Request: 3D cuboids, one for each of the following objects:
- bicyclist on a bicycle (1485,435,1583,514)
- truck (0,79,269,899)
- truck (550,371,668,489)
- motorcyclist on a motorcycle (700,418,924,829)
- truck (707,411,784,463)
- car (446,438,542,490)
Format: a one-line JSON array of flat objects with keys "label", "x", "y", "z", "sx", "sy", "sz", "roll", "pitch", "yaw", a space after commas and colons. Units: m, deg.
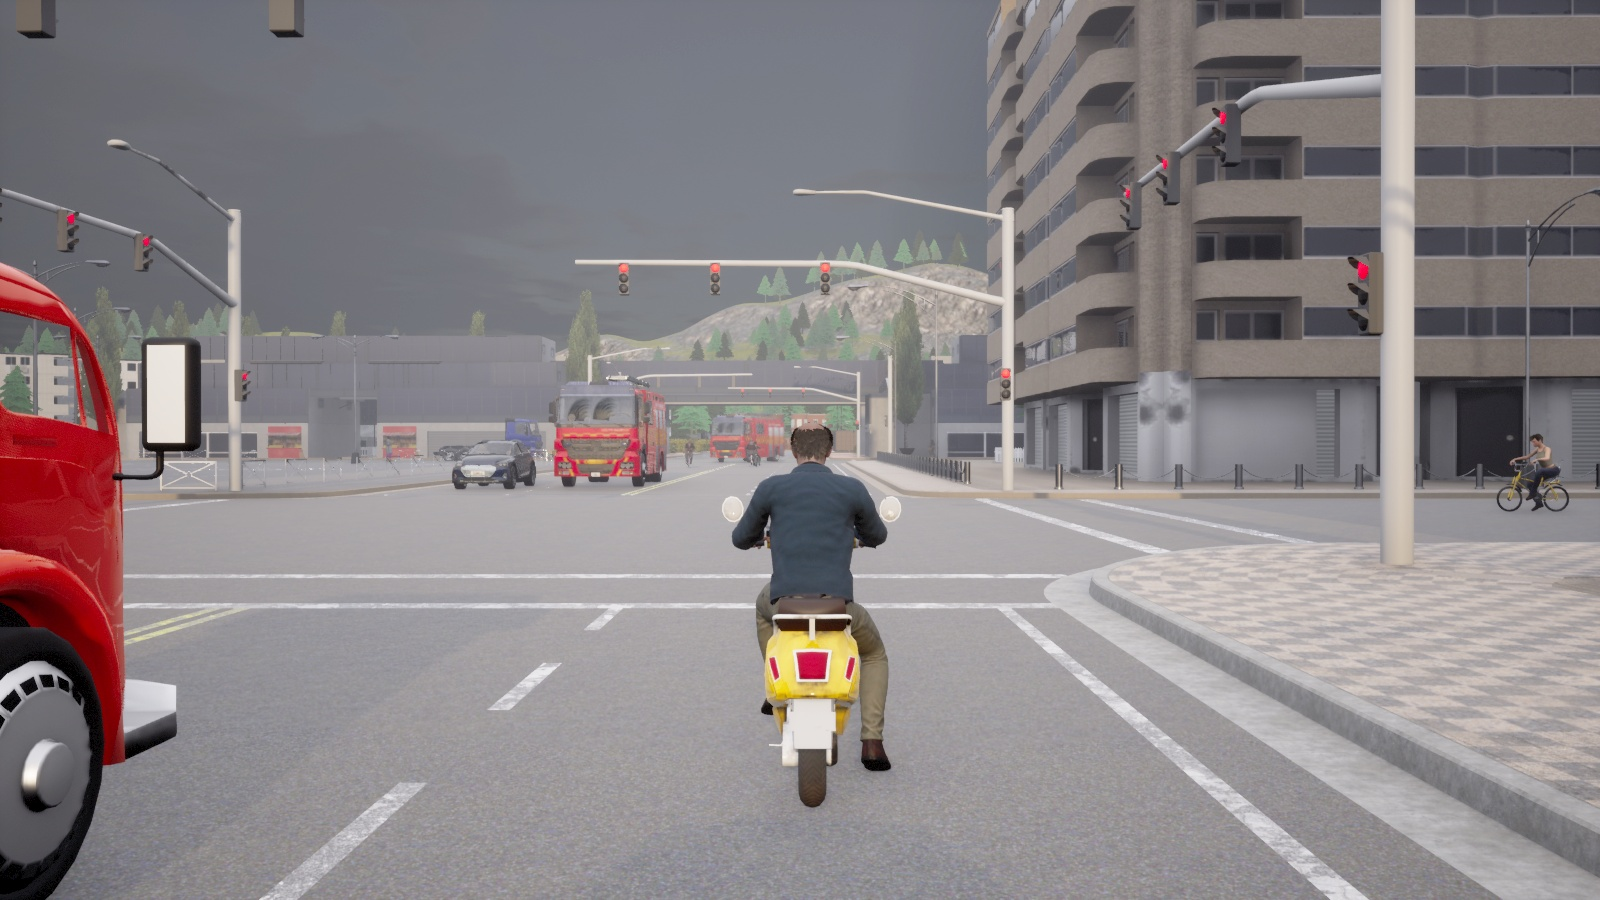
[{"label": "bicyclist on a bicycle", "x": 15.104, "y": 0.494, "z": 25.880, "sx": 1.509, "sy": 1.612, "sz": 0.866, "roll": 0, "pitch": 0, "yaw": 0}, {"label": "truck", "x": -3.468, "y": 0.243, "z": 2.454, "sx": 2.627, "sy": 2.467, "sz": 5.204, "roll": 0, "pitch": 0, "yaw": 0}, {"label": "truck", "x": -6.689, "y": -0.679, "z": 45.253, "sx": 2.891, "sy": 3.827, "sz": 8.468, "roll": 0, "pitch": 0, "yaw": 0}, {"label": "motorcyclist on a motorcycle", "x": 0.053, "y": 0.667, "z": 5.772, "sx": 0.866, "sy": 1.590, "sz": 1.817, "roll": 0, "pitch": 0, "yaw": 0}, {"label": "truck", "x": -4.106, "y": -0.969, "z": 96.955, "sx": 2.891, "sy": 3.827, "sz": 8.468, "roll": 0, "pitch": 0, "yaw": 20}, {"label": "car", "x": -10.209, "y": 0.430, "z": 42.256, "sx": 2.033, "sy": 1.649, "sz": 4.856, "roll": 0, "pitch": 0, "yaw": 0}]
